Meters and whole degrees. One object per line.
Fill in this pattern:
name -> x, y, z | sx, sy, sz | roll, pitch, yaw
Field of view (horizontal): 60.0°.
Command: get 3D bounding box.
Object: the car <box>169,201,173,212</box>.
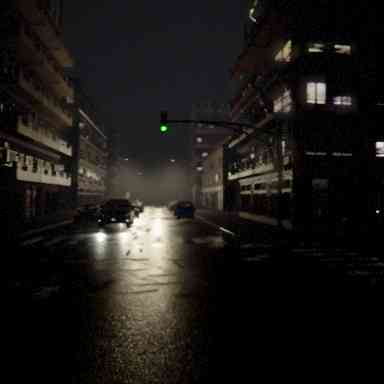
car -> -1.343, 2.128, 39.116 | 1.887, 1.381, 4.507 | 1, -1, -6

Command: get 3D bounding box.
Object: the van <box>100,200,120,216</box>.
van -> -9.370, 1.792, 38.343 | 1.690, 1.788, 3.998 | 1, -1, -6

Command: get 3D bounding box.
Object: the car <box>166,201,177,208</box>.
car -> -4.128, 2.502, 66.880 | 1.887, 1.381, 4.507 | 1, -1, -6

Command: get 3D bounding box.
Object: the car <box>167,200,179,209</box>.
car -> -3.588, 2.324, 61.327 | 1.967, 1.590, 4.097 | 1, -1, -6

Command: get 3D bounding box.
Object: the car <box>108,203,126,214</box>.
car -> -9.866, 2.109, 43.898 | 1.802, 1.307, 4.206 | 1, -1, -6

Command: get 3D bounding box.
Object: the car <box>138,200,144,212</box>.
car -> -7.479, 2.134, 45.467 | 2.033, 1.411, 5.357 | 1, -1, -5

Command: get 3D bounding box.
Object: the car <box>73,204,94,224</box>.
car -> -8.329, 1.738, 27.227 | 1.967, 1.590, 4.097 | 1, -1, -6

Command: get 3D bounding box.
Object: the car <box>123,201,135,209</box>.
car -> -11.433, 2.299, 60.567 | 1.887, 1.381, 4.507 | 1, -1, -6

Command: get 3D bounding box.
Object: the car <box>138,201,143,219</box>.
car -> -6.477, 2.006, 34.920 | 1.994, 1.385, 4.181 | 1, -1, -6

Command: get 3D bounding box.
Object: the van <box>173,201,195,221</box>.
van -> -0.706, 1.841, 32.948 | 1.690, 1.788, 3.998 | 1, -1, -6

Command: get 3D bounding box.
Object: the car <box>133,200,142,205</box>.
car -> -13.586, 2.598, 82.787 | 2.008, 1.369, 4.403 | 1, -1, -6

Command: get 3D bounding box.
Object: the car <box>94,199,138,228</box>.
car -> -5.516, 1.528, 24.974 | 2.150, 2.045, 5.566 | 1, -1, -5

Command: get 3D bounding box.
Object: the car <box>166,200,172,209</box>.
car -> -2.511, 2.299, 50.216 | 1.947, 1.339, 4.313 | 1, -1, -6

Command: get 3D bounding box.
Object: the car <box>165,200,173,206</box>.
car -> -5.743, 2.743, 83.545 | 1.947, 1.339, 4.313 | 1, -1, -6
